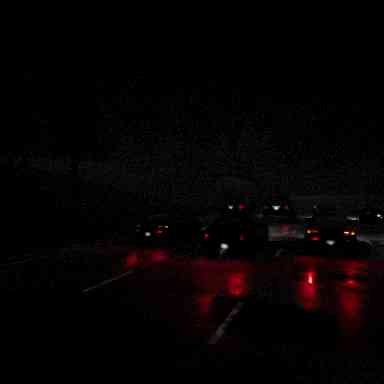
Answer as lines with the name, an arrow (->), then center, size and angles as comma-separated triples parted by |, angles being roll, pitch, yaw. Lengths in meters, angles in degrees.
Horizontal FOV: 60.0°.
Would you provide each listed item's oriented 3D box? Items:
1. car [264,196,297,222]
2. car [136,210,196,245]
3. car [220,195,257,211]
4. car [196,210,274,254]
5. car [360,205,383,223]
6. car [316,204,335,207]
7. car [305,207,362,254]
car -> 7.342, 1.319, 27.443 | 2.150, 2.045, 5.566 | 0, 0, 22
car -> -0.958, 1.566, 15.942 | 1.812, 1.442, 4.674 | 0, 0, 22
car -> 4.085, 1.312, 28.724 | 2.150, 2.045, 5.566 | 0, 0, 22
car -> 2.001, 1.644, 13.926 | 1.895, 1.301, 4.718 | 0, 0, 22
car -> 14.286, 1.677, 25.926 | 1.994, 1.385, 4.181 | 0, 0, 22
car -> 11.104, 1.672, 27.399 | 1.994, 1.385, 4.181 | 0, 0, 22
car -> 5.739, 1.579, 13.830 | 1.812, 1.442, 4.674 | 0, 0, 22
